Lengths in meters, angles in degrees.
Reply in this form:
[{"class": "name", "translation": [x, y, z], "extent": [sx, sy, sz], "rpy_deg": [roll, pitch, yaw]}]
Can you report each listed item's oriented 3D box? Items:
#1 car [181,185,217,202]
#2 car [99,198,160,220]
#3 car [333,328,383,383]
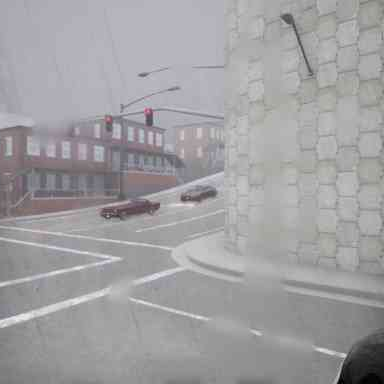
[{"class": "car", "translation": [0.685, 0.077, 32.108], "extent": [1.994, 1.385, 4.181], "rpy_deg": [0, 9, 36]}, {"class": "car", "translation": [-4.550, 1.187, 24.722], "extent": [1.895, 1.301, 4.718], "rpy_deg": [0, 5, 35]}, {"class": "car", "translation": [3.318, 1.492, 1.597], "extent": [4.902, 1.511, 2.128], "rpy_deg": [0, 0, 36]}]
